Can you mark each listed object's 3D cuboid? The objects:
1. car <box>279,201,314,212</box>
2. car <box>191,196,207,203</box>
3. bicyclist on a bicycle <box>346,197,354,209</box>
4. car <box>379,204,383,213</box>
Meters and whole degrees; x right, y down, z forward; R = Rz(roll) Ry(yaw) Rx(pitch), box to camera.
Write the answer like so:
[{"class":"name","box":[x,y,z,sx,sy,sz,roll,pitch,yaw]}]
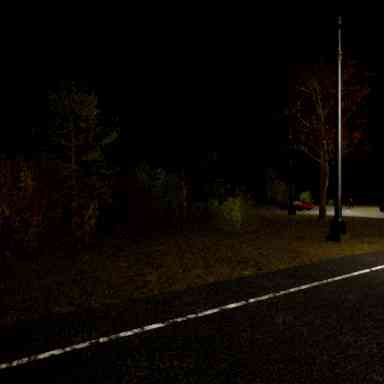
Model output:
[{"class":"car","box":[14.238,1.942,45.431,1.895,1.301,4.718,-2,0,-31]},{"class":"car","box":[0.936,1.997,74.895,1.812,1.442,4.674,-2,0,-31]},{"class":"bicyclist on a bicycle","box":[22.255,1.577,46.806,1.656,1.620,0.582,0,0,-31]},{"class":"car","box":[21.417,1.664,33.320,2.128,1.511,4.902,-2,0,-31]}]
